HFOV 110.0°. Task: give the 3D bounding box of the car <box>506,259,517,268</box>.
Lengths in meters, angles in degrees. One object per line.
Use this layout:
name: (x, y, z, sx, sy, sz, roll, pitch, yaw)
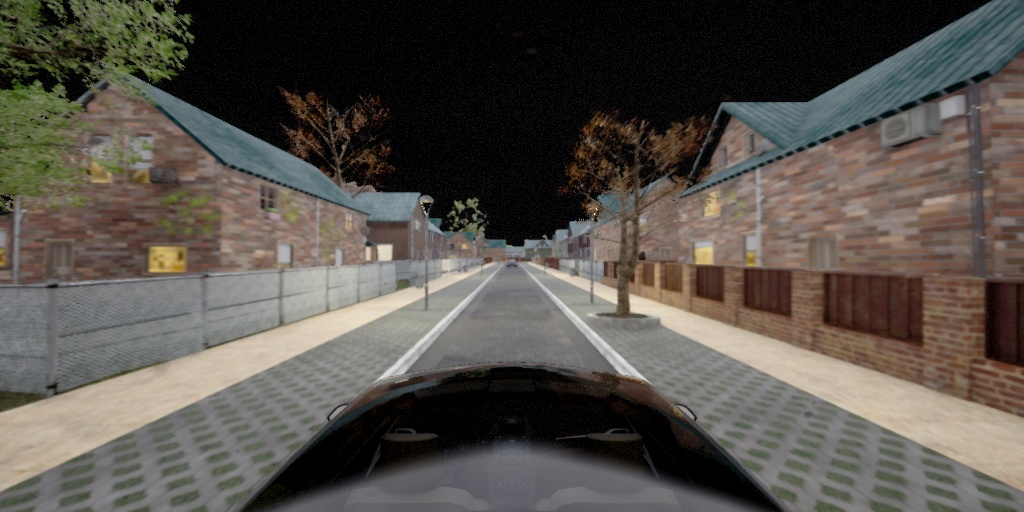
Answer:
car: (-0.025, 1.409, 61.508, 1.895, 1.301, 4.718, 0, 0, 0)
